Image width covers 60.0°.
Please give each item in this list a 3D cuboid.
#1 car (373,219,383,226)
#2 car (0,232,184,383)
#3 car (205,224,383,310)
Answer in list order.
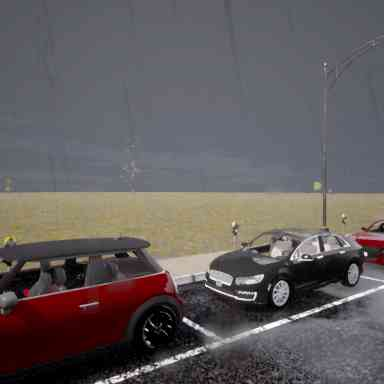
[{"bbox_3d":[6.807,1.548,10.954,4.507,1.381,1.887,0,1,-36],"label":"car"},{"bbox_3d":[-2.202,1.440,4.516,4.097,1.590,1.967,0,1,-36],"label":"car"},{"bbox_3d":[2.302,1.552,7.735,4.403,1.369,2.008,0,1,-36],"label":"car"}]
